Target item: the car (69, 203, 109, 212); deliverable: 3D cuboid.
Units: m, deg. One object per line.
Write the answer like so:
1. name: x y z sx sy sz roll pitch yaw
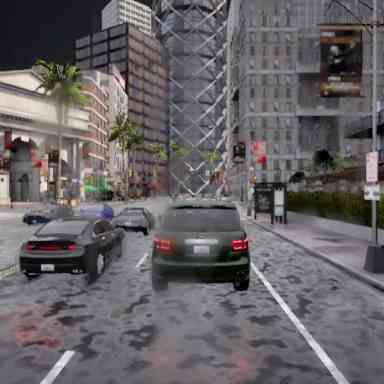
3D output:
1. car: -6.759 1.519 23.504 1.812 1.442 4.674 0 0 1

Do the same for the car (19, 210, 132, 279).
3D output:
1. car: -3.284 1.500 10.025 1.837 1.490 4.892 0 -1 0

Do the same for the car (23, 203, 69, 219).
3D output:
1. car: -10.243 1.544 24.335 2.033 1.411 5.357 0 0 1

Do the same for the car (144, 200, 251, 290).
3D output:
1. car: 0.200 1.219 9.188 2.150 2.045 5.566 0 0 0

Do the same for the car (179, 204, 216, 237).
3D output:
1. car: 0.300 1.499 19.048 1.837 1.490 4.892 0 0 1

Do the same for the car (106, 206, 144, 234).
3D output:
1. car: -3.201 1.558 18.802 1.994 1.385 4.181 0 0 1
